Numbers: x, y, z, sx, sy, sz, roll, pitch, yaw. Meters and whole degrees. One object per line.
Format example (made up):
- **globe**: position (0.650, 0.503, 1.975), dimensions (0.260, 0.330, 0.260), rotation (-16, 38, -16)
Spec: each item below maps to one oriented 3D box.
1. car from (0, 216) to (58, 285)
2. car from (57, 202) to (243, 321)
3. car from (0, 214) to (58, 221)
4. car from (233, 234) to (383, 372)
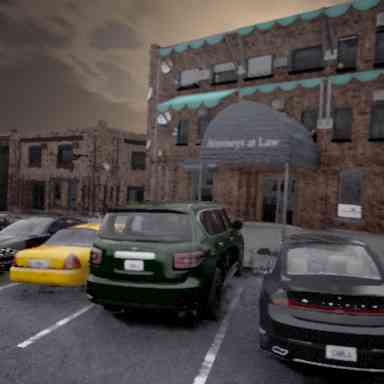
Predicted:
- **car**: position (-2.506, 1.515, 9.438), dimensions (1.946, 1.575, 5.366), rotation (-1, -1, 15)
- **car**: position (-0.161, 1.245, 7.596), dimensions (2.435, 2.045, 5.566), rotation (0, -1, 15)
- **car**: position (-4.948, 1.546, 10.962), dimensions (2.097, 1.535, 5.008), rotation (0, -1, 15)
- **car**: position (2.221, 1.478, 5.860), dimensions (2.231, 1.521, 4.892), rotation (0, -1, 15)
